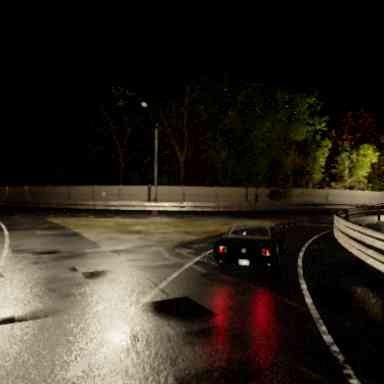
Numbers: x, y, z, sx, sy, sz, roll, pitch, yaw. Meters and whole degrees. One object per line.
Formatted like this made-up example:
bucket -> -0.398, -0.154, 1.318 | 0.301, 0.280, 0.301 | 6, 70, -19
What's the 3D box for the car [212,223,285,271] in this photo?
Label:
car -> 2.174, 1.703, 11.425 | 1.895, 1.301, 4.718 | 0, 0, 18
